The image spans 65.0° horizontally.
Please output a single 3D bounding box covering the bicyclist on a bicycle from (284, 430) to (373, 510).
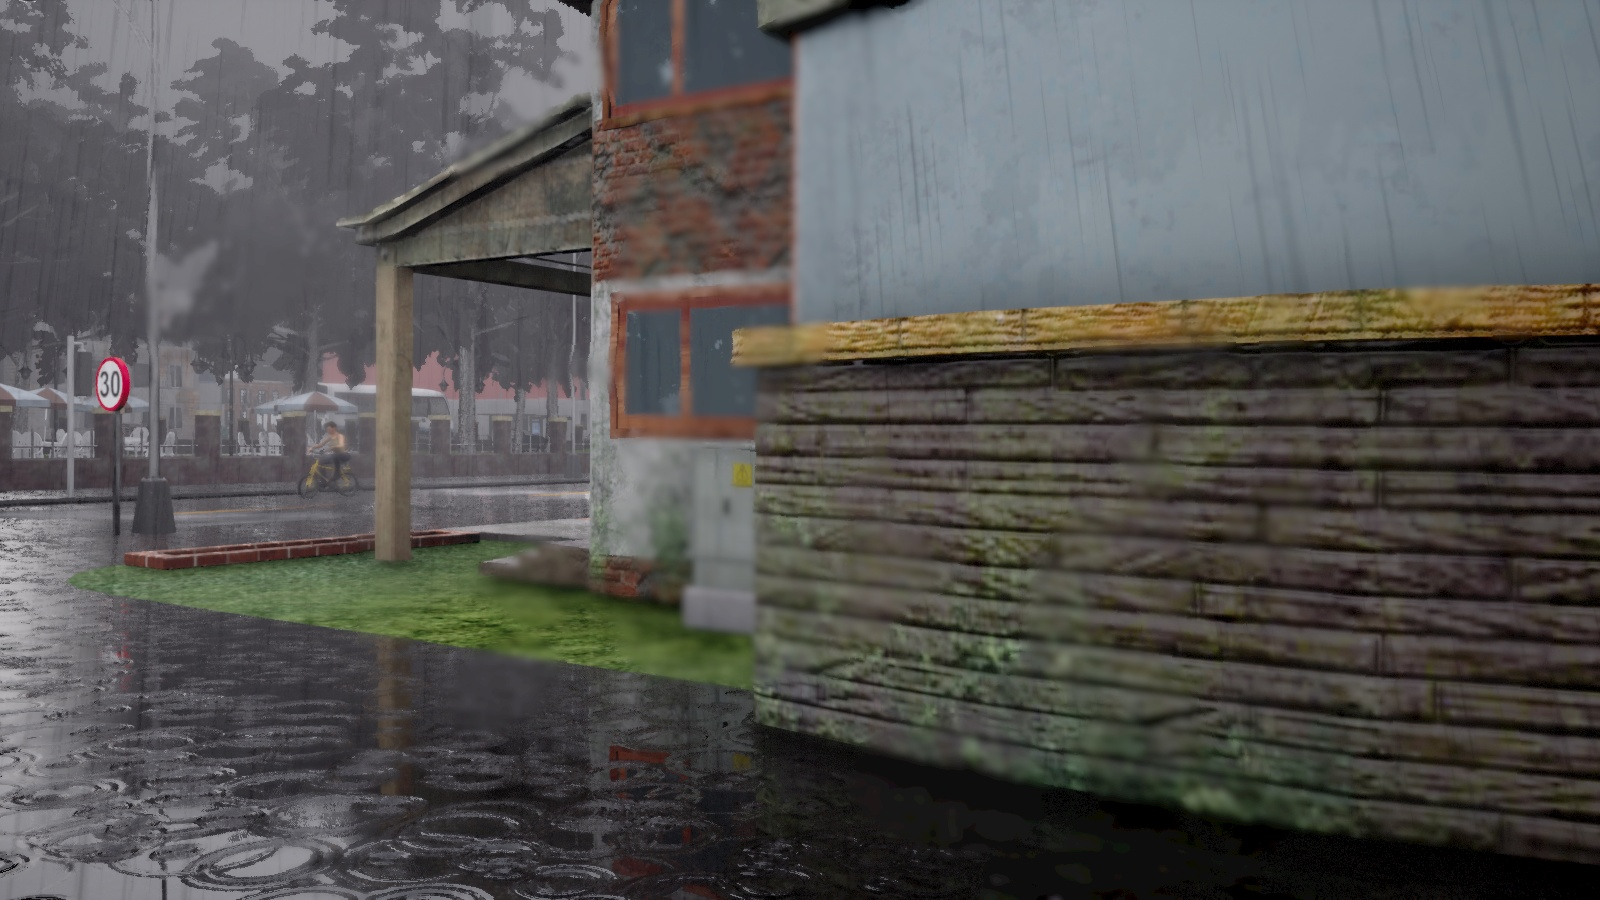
[{"bbox_3d":[-9.846,0.399,26.266,0.866,1.612,1.509,0,1,34],"label":"bicyclist on a bicycle"}]

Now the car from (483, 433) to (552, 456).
[{"bbox_3d":[-20.658,-0.409,92.079,2.033,1.649,4.856,0,1,33],"label":"car"}]

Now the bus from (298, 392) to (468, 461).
[{"bbox_3d":[-27.106,-1.523,82.318,3.944,4.253,10.273,0,1,33],"label":"bus"}]
